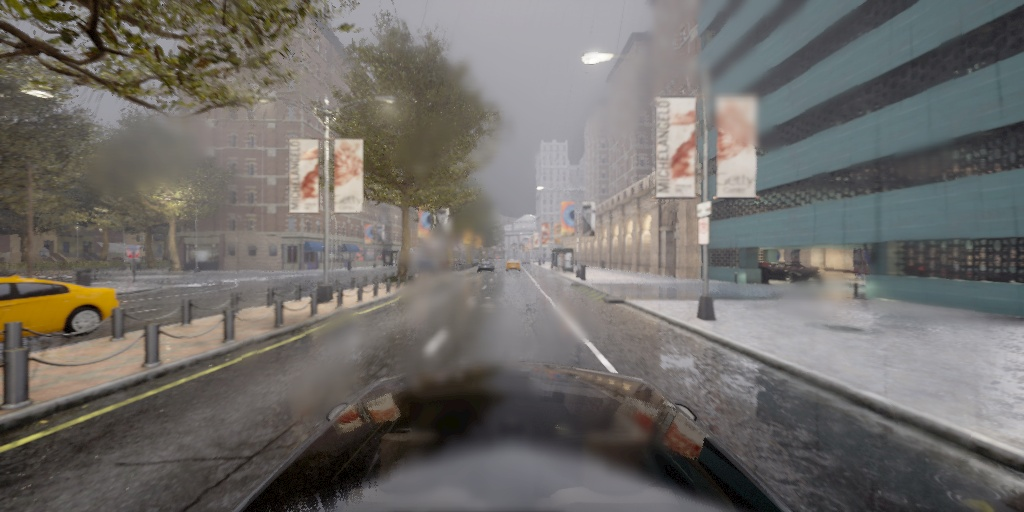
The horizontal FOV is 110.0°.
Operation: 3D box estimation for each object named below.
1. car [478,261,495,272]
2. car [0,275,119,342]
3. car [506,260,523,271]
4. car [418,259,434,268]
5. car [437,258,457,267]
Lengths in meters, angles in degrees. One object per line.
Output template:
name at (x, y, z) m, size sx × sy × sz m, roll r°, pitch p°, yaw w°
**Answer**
car at (-3.356, 1.315, 47.325) m, size 1.994 × 1.385 × 4.181 m, roll 0°, pitch 0°, yaw 0°
car at (-11.564, 1.217, 7.526) m, size 1.882 × 1.535 × 5.008 m, roll 0°, pitch 0°, yaw 0°
car at (0.148, 1.232, 49.773) m, size 1.882 × 1.535 × 5.008 m, roll 0°, pitch 0°, yaw 0°
car at (-14.961, 1.219, 62.482) m, size 1.882 × 1.535 × 5.008 m, roll 0°, pitch 0°, yaw 1°
car at (-11.474, 1.096, 62.070) m, size 2.097 × 1.767 × 4.553 m, roll 0°, pitch 0°, yaw 1°
